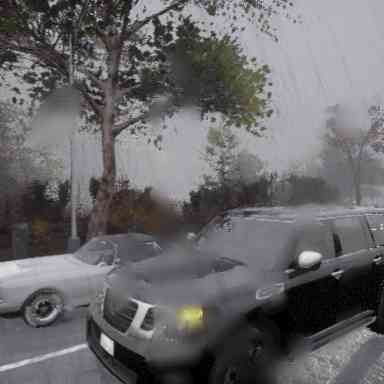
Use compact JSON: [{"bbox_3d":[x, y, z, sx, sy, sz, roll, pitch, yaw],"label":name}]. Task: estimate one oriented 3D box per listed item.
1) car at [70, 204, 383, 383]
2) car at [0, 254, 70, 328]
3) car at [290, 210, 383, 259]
[{"bbox_3d":[1.318,1.241,5.137,5.566,2.045,2.150,0,0,-37],"label":"car"},{"bbox_3d":[-1.778,1.629,7.183,4.718,1.301,1.895,0,0,-37],"label":"car"},{"bbox_3d":[6.218,1.590,13.712,4.892,1.490,1.837,1,-1,-41],"label":"car"}]
